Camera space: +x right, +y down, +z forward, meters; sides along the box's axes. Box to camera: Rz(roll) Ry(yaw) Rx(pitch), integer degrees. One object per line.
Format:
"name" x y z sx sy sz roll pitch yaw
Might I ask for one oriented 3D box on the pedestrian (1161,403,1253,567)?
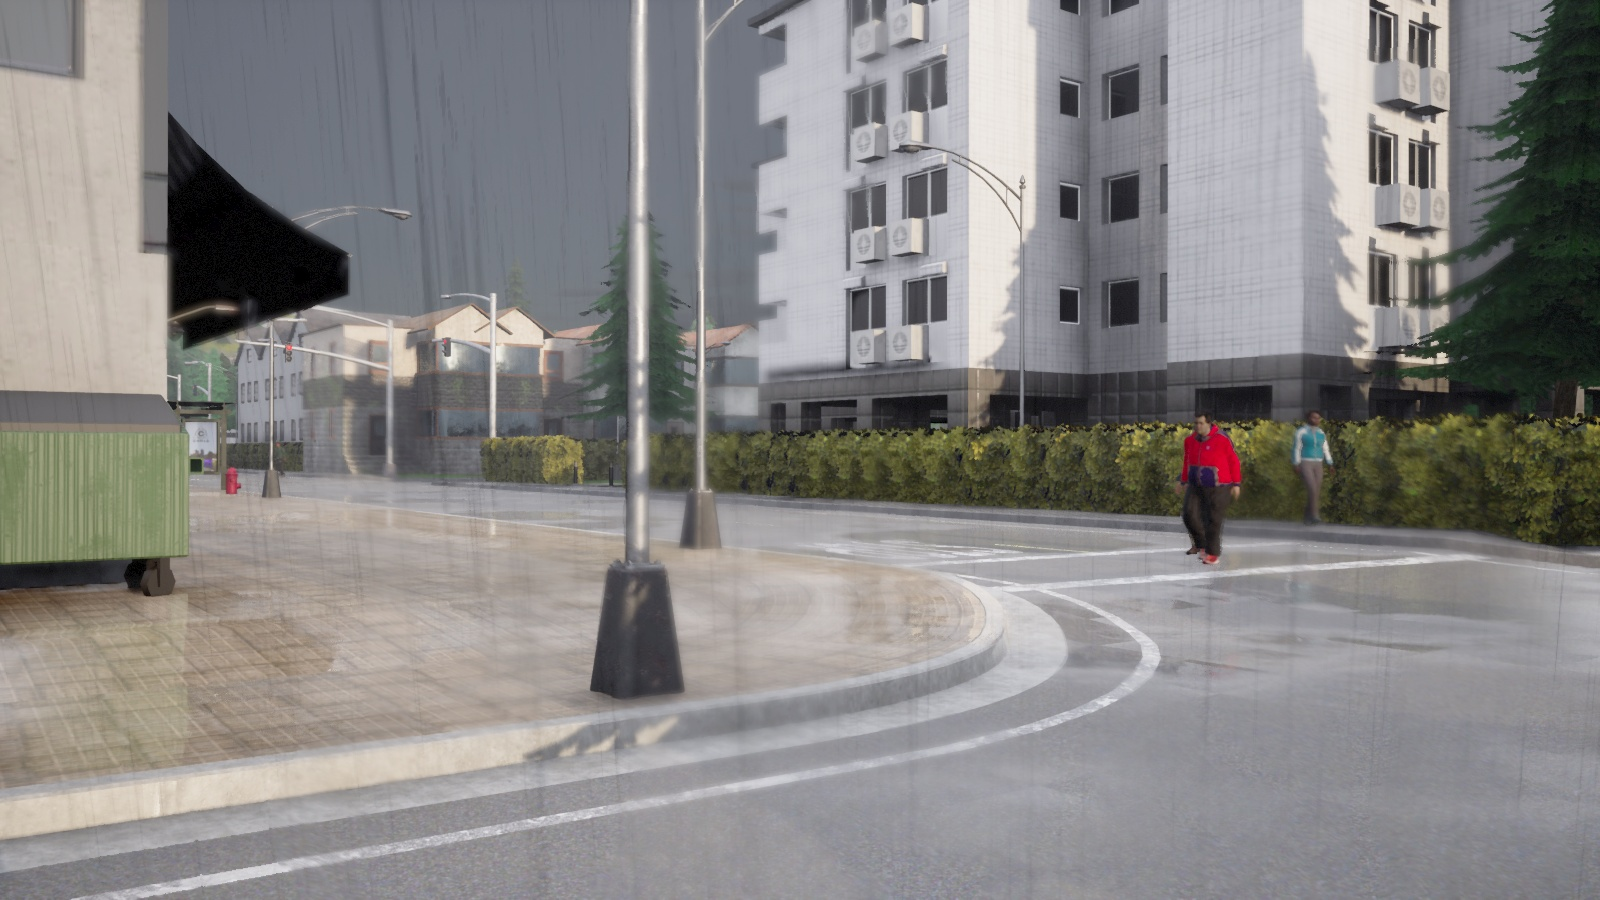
"pedestrian" 4.758 0.391 14.666 0.899 1.844 0.634 0 0 -40

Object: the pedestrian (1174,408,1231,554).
"pedestrian" 5.204 0.394 16.243 0.726 1.842 0.402 0 0 -44

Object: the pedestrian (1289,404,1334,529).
"pedestrian" 8.009 0.257 19.683 0.396 1.930 0.692 0 0 -2

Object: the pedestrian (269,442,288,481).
"pedestrian" -26.301 0.576 63.335 0.423 1.949 0.788 0 0 26
